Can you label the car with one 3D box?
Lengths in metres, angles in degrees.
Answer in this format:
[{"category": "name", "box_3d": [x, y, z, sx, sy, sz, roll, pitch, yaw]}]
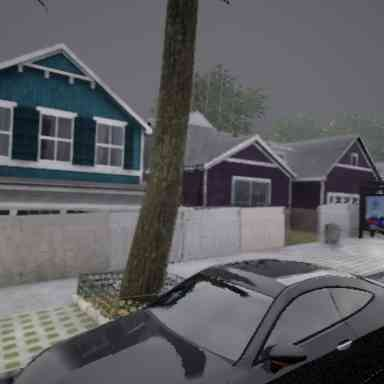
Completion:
[{"category": "car", "box_3d": [0.633, 1.531, 3.506, 4.674, 1.442, 1.812, 0, 0, -35]}]
